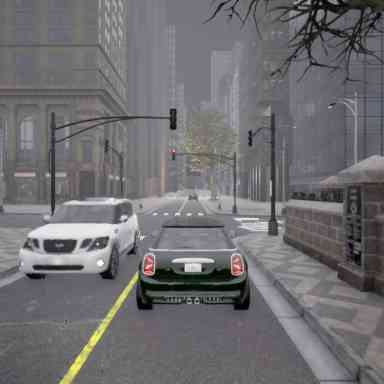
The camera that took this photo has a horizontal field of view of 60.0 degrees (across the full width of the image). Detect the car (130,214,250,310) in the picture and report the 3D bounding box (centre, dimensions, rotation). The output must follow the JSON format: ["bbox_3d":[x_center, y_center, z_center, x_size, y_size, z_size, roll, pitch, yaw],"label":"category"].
[{"bbox_3d":[0.035,1.352,7.982,2.097,1.767,4.553,0,0,0],"label":"car"}]

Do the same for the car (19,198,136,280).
[{"bbox_3d":[-3.030,1.221,10.283,2.150,2.045,5.566,0,0,0],"label":"car"}]

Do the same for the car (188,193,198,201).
[{"bbox_3d":[0.227,0.999,75.687,2.097,1.767,4.553,0,1,0],"label":"car"}]
